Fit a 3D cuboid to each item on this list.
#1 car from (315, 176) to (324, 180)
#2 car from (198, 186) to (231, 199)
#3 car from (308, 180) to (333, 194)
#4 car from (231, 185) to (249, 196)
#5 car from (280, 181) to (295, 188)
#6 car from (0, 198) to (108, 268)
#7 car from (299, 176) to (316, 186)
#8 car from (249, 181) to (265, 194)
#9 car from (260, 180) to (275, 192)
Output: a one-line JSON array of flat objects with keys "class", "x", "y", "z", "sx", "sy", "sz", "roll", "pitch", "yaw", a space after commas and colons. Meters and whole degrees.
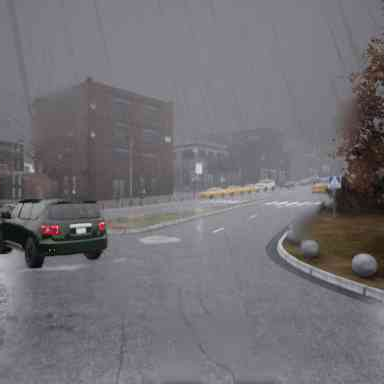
[{"class": "car", "x": 29.860, "y": -2.836, "z": 82.112, "sx": 2.435, "sy": 2.045, "sz": 5.566, "roll": 0, "pitch": 3, "yaw": 37}, {"class": "car", "x": 2.935, "y": 0.085, "z": 46.825, "sx": 1.946, "sy": 1.575, "sz": 5.366, "roll": 0, "pitch": 3, "yaw": 38}, {"class": "car", "x": 18.976, "y": -0.517, "z": 48.403, "sx": 1.882, "sy": 1.535, "sz": 5.008, "roll": 0, "pitch": 3, "yaw": 37}, {"class": "car", "x": 6.286, "y": -0.249, "z": 51.203, "sx": 1.946, "sy": 1.575, "sz": 5.366, "roll": 0, "pitch": 3, "yaw": 37}, {"class": "car", "x": 19.832, "y": -1.561, "z": 68.969, "sx": 2.163, "sy": 1.488, "sz": 4.792, "roll": 0, "pitch": 3, "yaw": 37}, {"class": "car", "x": -5.042, "y": 1.218, "z": 11.593, "sx": 2.150, "sy": 2.045, "sz": 5.566, "roll": 0, "pitch": 0, "yaw": -43}, {"class": "car", "x": 26.546, "y": -2.255, "z": 77.766, "sx": 2.231, "sy": 1.521, "sz": 4.892, "roll": 0, "pitch": 3, "yaw": 37}, {"class": "car", "x": 9.630, "y": -0.581, "z": 55.588, "sx": 1.946, "sy": 1.575, "sz": 5.366, "roll": 0, "pitch": 3, "yaw": 37}, {"class": "car", "x": 13.140, "y": -1.178, "z": 60.185, "sx": 2.435, "sy": 2.045, "sz": 5.566, "roll": 0, "pitch": 3, "yaw": 37}]
